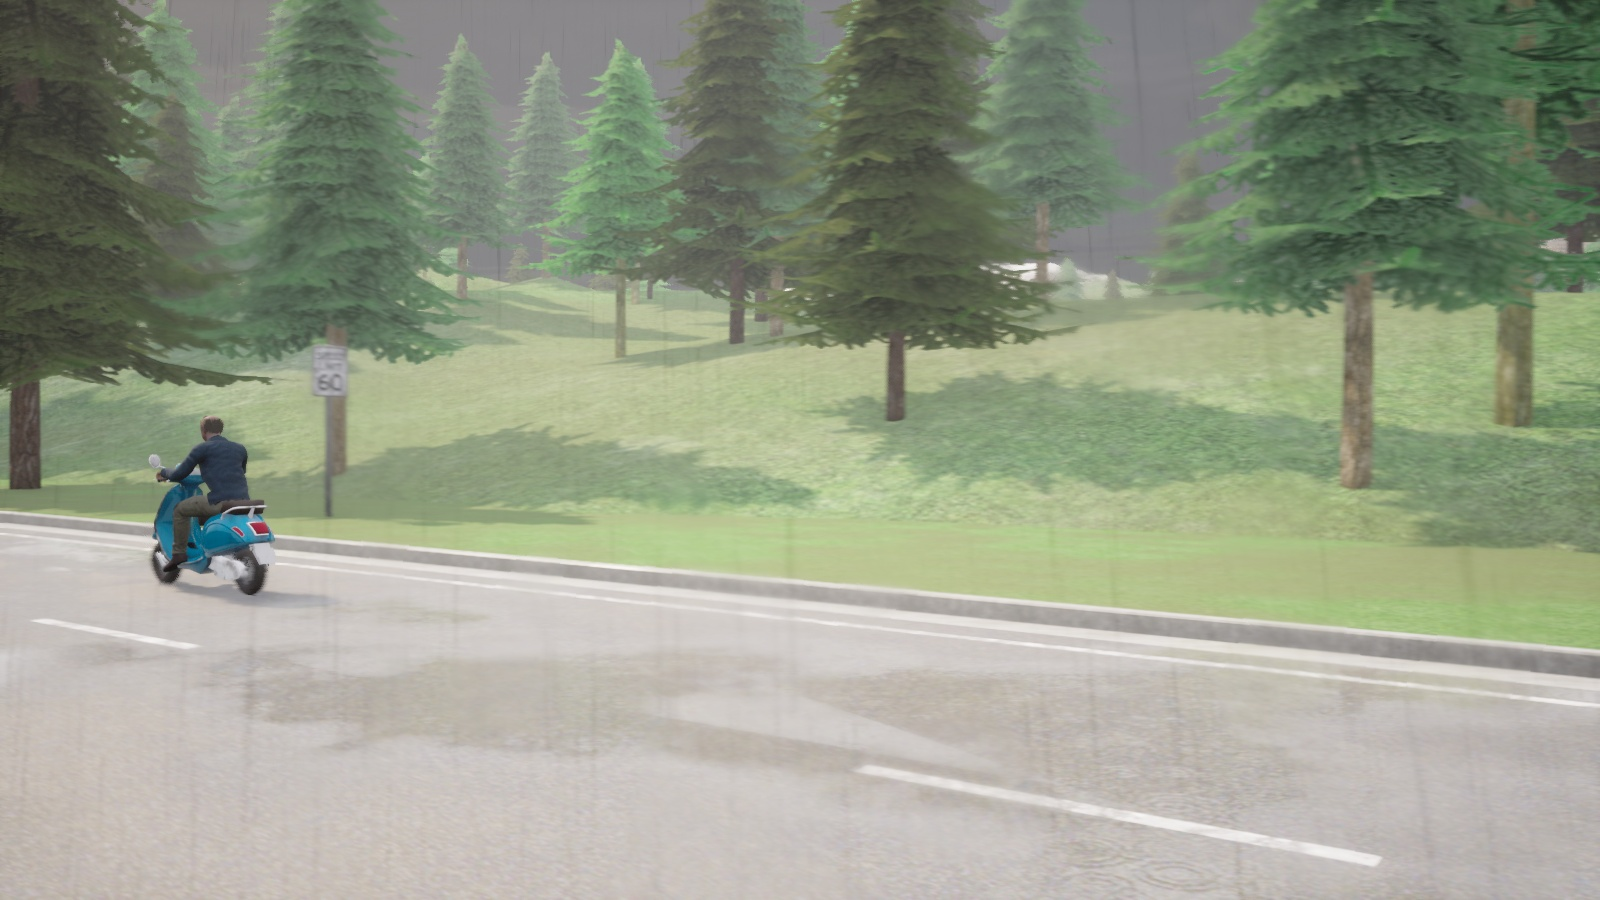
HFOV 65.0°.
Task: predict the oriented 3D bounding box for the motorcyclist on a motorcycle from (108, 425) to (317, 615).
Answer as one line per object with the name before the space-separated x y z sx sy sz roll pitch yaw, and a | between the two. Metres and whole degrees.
motorcyclist on a motorcycle | -5.327 0.579 11.364 1.817 1.590 0.866 0 1 34
